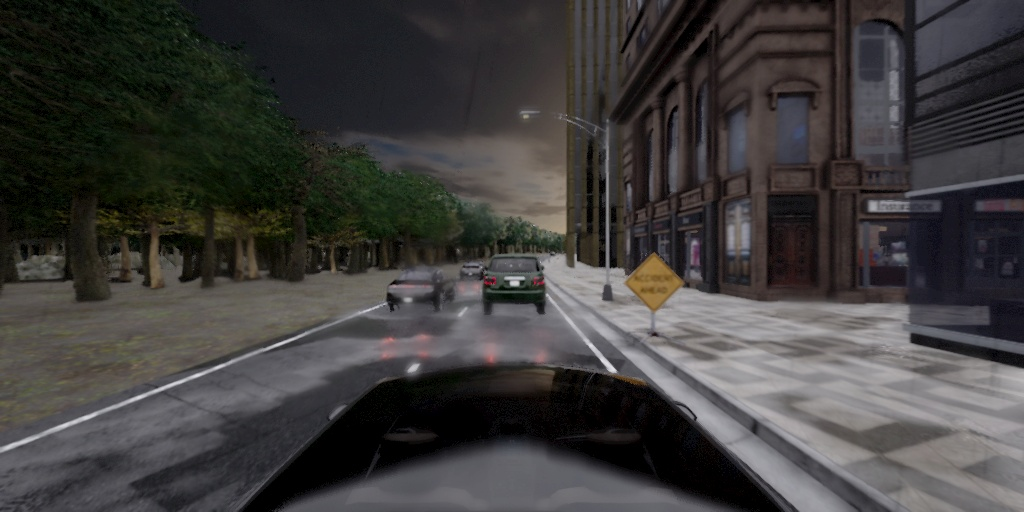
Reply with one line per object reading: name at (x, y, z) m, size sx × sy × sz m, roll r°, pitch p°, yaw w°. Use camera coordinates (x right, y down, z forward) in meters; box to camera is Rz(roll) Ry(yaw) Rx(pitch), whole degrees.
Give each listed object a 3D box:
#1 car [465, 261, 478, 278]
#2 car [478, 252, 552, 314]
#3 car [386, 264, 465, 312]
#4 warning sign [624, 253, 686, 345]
car at (-3.089, 1.187, 29.919) m, size 2.128 × 1.511 × 4.902 m, roll 0°, pitch 0°, yaw 2°
car at (0.105, 0.952, 13.920) m, size 2.150 × 2.045 × 5.566 m, roll 0°, pitch 0°, yaw 0°
car at (-3.392, 1.223, 14.199) m, size 2.128 × 1.511 × 4.902 m, roll 0°, pitch 0°, yaw 1°
warning sign at (3.054, 0.859, 7.776) m, size 1.300 × 1.860 × 1.060 m, roll 0°, pitch 0°, yaw 0°
